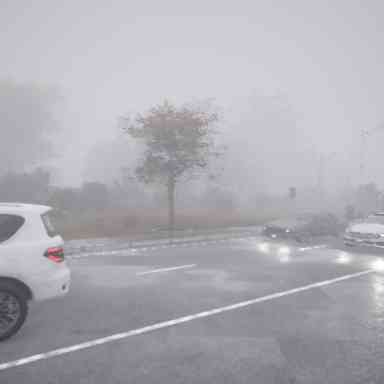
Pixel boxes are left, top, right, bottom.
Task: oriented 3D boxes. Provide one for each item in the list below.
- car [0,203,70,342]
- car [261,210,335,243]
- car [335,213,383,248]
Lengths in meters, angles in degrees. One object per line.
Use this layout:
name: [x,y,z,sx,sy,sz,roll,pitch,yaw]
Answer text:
car: [-4.737,1.204,4.859,5.566,2.045,2.150,0,0,-35]
car: [5.916,1.649,16.816,5.357,1.411,2.033,1,0,-36]
car: [8.412,1.632,14.297,4.674,1.442,1.812,1,0,-35]
